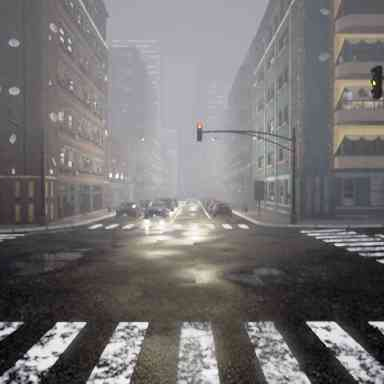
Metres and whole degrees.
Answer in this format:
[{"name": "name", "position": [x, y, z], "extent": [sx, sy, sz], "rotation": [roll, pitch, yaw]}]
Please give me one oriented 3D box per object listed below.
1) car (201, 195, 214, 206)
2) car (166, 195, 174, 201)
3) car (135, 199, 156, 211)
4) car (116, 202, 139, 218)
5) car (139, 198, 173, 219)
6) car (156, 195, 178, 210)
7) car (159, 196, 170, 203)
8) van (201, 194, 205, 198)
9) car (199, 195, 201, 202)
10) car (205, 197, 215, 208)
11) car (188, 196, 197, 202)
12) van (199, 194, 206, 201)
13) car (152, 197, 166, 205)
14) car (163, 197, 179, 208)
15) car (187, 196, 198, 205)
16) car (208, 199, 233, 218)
[{"name": "car", "position": [2.709, 1.544, 46.824], "extent": [1.887, 1.381, 4.507], "rotation": [0, 0, 0]}, {"name": "car", "position": [-5.652, 1.543, 85.335], "extent": [1.752, 1.417, 4.829], "rotation": [0, 0, 0]}, {"name": "car", "position": [-5.674, 1.563, 41.317], "extent": [1.947, 1.339, 4.313], "rotation": [0, 0, 0]}, {"name": "car", "position": [-5.680, 1.561, 30.270], "extent": [1.947, 1.339, 4.313], "rotation": [0, 0, 0]}, {"name": "car", "position": [-3.085, 1.543, 29.776], "extent": [2.033, 1.411, 5.357], "rotation": [0, 0, 0]}, {"name": "car", "position": [-3.076, 1.502, 39.894], "extent": [1.837, 1.490, 4.892], "rotation": [0, 0, 0]}, {"name": "car", "position": [-5.660, 1.590, 68.934], "extent": [1.802, 1.307, 4.206], "rotation": [0, 0, 0]}, {"name": "van", "position": [2.711, 1.342, 52.347], "extent": [1.690, 1.788, 3.998], "rotation": [0, 0, 0]}, {"name": "car", "position": [2.715, 1.569, 57.871], "extent": [1.947, 1.339, 4.313], "rotation": [0, 0, 0]}, {"name": "car", "position": [2.704, 1.562, 35.777], "extent": [1.947, 1.339, 4.313], "rotation": [0, 0, 0]}, {"name": "car", "position": [0.038, 1.436, 69.746], "extent": [1.895, 1.301, 4.718], "rotation": [0, 0, 0]}, {"name": "van", "position": [2.728, 1.359, 85.488], "extent": [1.690, 1.788, 3.998], "rotation": [-1, 0, 0]}, {"name": "car", "position": [-5.666, 1.547, 57.888], "extent": [1.887, 1.381, 4.507], "rotation": [0, 0, 0]}, {"name": "car", "position": [-3.060, 1.492, 50.338], "extent": [2.128, 1.511, 4.902], "rotation": [0, 0, 0]}, {"name": "car", "position": [0.032, 1.529, 59.711], "extent": [1.812, 1.442, 4.674], "rotation": [0, 0, 0]}, {"name": "car", "position": [2.701, 1.577, 30.253], "extent": [1.802, 1.307, 4.206], "rotation": [0, 0, 0]}]
